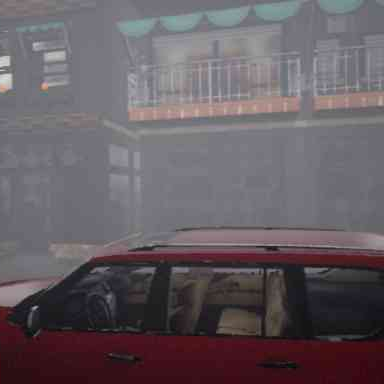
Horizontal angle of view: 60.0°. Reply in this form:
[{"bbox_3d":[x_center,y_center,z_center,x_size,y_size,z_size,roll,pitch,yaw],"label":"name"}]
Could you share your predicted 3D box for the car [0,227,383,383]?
[{"bbox_3d":[-0.166,1.304,3.155,5.009,1.841,2.192,-1,0,11],"label":"car"}]
